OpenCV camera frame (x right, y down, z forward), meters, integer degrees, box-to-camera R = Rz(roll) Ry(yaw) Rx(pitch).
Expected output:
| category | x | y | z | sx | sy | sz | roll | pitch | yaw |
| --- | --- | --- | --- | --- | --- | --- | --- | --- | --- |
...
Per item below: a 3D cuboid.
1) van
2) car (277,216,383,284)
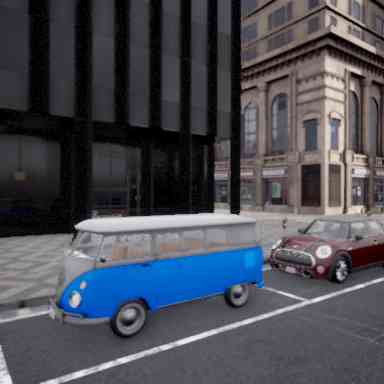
| category | x | y | z | sx | sy | sz | roll | pitch | yaw |
| --- | --- | --- | --- | --- | --- | --- | --- | --- | --- |
| van | -0.435 | 1.345 | 6.331 | 3.998 | 1.788 | 1.690 | 0 | 0 | -35 |
| car | 4.127 | 1.450 | 9.582 | 4.097 | 1.590 | 1.967 | 0 | 0 | -35 |
